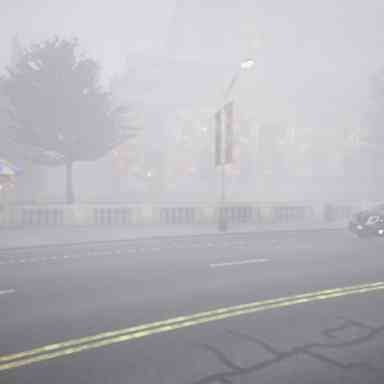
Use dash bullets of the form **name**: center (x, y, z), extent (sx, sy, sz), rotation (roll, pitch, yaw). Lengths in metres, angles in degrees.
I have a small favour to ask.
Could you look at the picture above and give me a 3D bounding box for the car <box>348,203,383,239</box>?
- **car**: center (9.945, 1.175, 14.992), extent (5.566, 2.045, 2.150), rotation (0, 0, -13)
